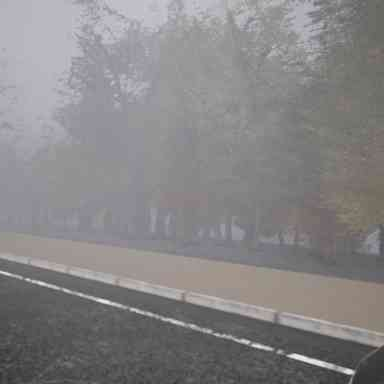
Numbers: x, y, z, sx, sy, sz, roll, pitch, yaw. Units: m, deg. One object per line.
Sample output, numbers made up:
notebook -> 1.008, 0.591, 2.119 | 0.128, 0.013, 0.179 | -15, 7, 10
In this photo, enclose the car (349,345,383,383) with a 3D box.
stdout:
car -> 3.276, 1.489, 1.345 | 4.902, 1.511, 2.128 | 0, 0, 36
